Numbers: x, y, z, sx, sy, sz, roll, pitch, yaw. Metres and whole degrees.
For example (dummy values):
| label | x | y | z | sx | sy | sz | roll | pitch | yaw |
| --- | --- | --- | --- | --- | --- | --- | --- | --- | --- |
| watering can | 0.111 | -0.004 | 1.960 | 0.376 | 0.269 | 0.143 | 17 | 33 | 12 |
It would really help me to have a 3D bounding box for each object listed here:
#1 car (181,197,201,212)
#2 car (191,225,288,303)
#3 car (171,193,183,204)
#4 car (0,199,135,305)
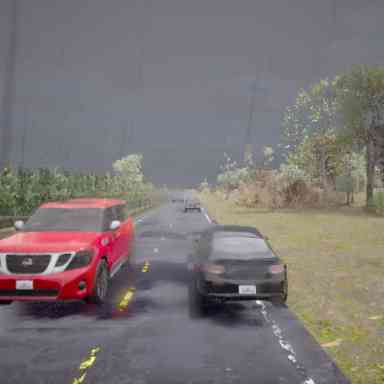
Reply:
| label | x | y | z | sx | sy | sz | roll | pitch | yaw |
| --- | --- | --- | --- | --- | --- | --- | --- | --- | --- |
| car | 0.086 | 1.533 | 38.017 | 2.033 | 1.411 | 5.357 | 0 | 0 | 0 |
| car | 0.963 | 1.527 | 8.070 | 1.812 | 1.442 | 4.674 | 0 | 0 | 0 |
| car | -2.749 | 1.167 | 64.688 | 2.150 | 2.045 | 5.566 | 0 | 0 | 0 |
| car | -2.849 | 1.222 | 8.416 | 2.150 | 2.045 | 5.566 | 0 | 0 | 0 |
